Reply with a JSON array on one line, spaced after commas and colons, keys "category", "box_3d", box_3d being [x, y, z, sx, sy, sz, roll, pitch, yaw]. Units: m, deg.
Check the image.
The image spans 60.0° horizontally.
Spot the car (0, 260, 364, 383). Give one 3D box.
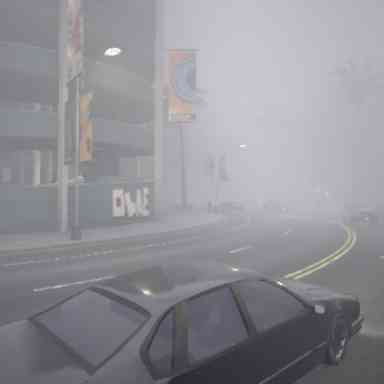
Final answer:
[{"category": "car", "box_3d": [0.122, 1.580, 3.910, 5.357, 1.411, 2.033, 1, -1, -43]}]

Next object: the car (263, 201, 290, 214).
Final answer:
[{"category": "car", "box_3d": [10.209, 1.881, 40.621, 2.128, 1.511, 4.902, 1, -1, -9]}]

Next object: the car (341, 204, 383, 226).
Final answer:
[{"category": "car", "box_3d": [13.273, 1.815, 26.456, 1.812, 1.442, 4.674, 0, 0, 13]}]

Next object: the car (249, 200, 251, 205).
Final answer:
[{"category": "car", "box_3d": [11.288, 2.147, 73.489, 2.231, 1.521, 4.892, 0, 0, -18]}]

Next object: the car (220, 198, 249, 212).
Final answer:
[{"category": "car", "box_3d": [5.493, 1.958, 46.197, 2.033, 1.411, 5.357, 0, -1, -16]}]
